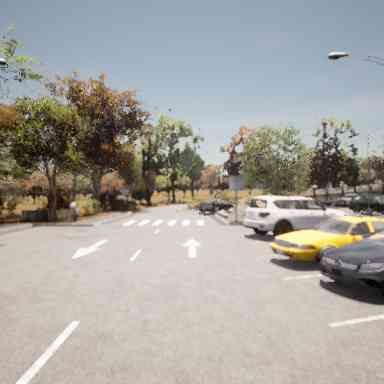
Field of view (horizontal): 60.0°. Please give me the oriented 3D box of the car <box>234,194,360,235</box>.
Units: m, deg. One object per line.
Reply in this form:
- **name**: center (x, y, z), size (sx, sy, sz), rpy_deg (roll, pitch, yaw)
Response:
- **car**: center (5.391, 1.257, 17.171), size (5.566, 2.045, 2.435), rpy_deg (1, 0, -20)

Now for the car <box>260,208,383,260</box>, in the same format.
- **car**: center (5.201, 1.495, 11.078), size (5.366, 1.575, 1.946), rpy_deg (1, 0, -20)

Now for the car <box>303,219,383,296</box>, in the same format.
- **car**: center (5.382, 1.537, 8.136), size (4.674, 1.452, 2.002), rpy_deg (1, 0, -20)

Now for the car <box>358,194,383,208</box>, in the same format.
- **car**: center (18.361, 1.288, 33.160), size (2.435, 2.045, 5.566), rpy_deg (0, 1, -21)

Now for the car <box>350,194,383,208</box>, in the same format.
- **car**: center (27.047, 1.320, 50.337), size (2.435, 2.045, 5.566), rpy_deg (1, -1, -22)

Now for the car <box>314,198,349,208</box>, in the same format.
- **car**: center (20.964, 1.597, 50.219), size (2.163, 1.488, 4.792), rpy_deg (0, -1, -21)

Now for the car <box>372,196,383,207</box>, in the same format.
- **car**: center (30.043, 1.448, 50.465), size (2.185, 1.767, 4.553), rpy_deg (1, -1, -22)

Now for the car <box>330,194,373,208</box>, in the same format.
- **car**: center (23.987, 1.318, 50.301), size (2.435, 2.045, 5.566), rpy_deg (0, -1, -21)

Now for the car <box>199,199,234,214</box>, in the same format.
- **car**: center (2.786, 1.540, 35.694), size (2.128, 1.511, 4.902), rpy_deg (-1, -1, 39)
